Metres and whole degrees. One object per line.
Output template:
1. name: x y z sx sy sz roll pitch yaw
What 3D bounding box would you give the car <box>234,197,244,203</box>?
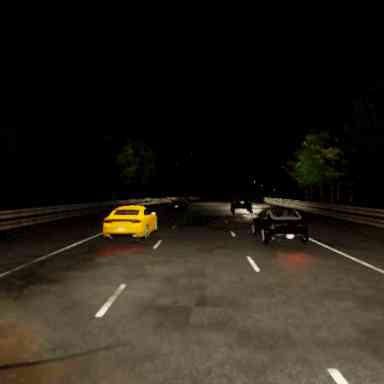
1. car: 10.443 1.815 73.382 1.895 1.301 4.718 0 0 11

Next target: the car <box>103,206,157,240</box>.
1. car: -2.974 1.462 16.882 1.882 1.535 5.008 0 0 2

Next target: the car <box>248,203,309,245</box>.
1. car: 3.978 1.493 15.549 1.837 1.490 4.892 0 0 2

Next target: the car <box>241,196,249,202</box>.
1. car: 14.990 1.990 94.400 1.882 1.535 5.008 0 -1 14

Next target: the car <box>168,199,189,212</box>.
1. car: -1.502 1.534 37.935 1.994 1.385 4.181 0 0 5

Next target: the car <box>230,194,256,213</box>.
1. car: 5.402 1.187 36.706 2.150 2.045 5.566 0 0 5

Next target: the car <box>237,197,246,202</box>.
1. car: 12.573 1.886 83.908 2.033 1.411 5.357 0 -1 12
